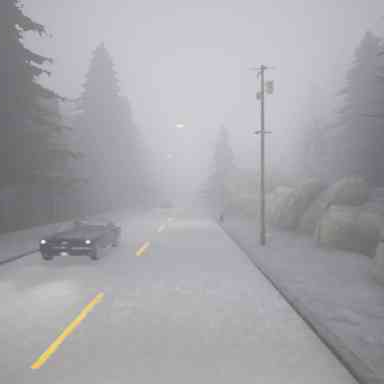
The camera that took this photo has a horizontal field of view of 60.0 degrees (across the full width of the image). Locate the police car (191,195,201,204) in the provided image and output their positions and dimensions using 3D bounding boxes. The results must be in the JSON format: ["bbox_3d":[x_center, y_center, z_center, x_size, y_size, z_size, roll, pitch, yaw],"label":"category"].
[{"bbox_3d":[1.162,2.057,85.419,1.930,1.638,5.238,-4,0,0],"label":"police car"}]

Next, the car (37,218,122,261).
[{"bbox_3d":[-4.084,1.704,12.860,1.895,1.301,4.718,0,0,0],"label":"car"}]

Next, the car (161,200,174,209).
[{"bbox_3d":[-4.002,1.980,54.297,2.033,1.411,5.357,0,0,0],"label":"car"}]

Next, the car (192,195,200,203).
[{"bbox_3d":[1.029,1.932,95.342,2.150,2.045,5.566,-3,0,0],"label":"car"}]
